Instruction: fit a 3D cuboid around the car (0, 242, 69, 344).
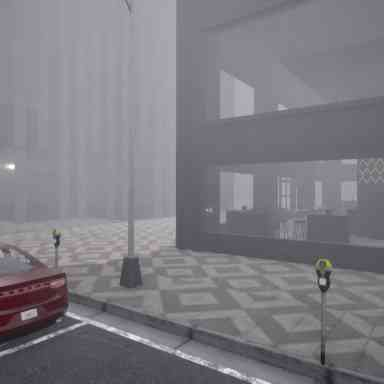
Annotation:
[{"bbox_3d":[-4.044,1.544,5.867,4.507,1.381,1.887,0,0,36],"label":"car"}]
